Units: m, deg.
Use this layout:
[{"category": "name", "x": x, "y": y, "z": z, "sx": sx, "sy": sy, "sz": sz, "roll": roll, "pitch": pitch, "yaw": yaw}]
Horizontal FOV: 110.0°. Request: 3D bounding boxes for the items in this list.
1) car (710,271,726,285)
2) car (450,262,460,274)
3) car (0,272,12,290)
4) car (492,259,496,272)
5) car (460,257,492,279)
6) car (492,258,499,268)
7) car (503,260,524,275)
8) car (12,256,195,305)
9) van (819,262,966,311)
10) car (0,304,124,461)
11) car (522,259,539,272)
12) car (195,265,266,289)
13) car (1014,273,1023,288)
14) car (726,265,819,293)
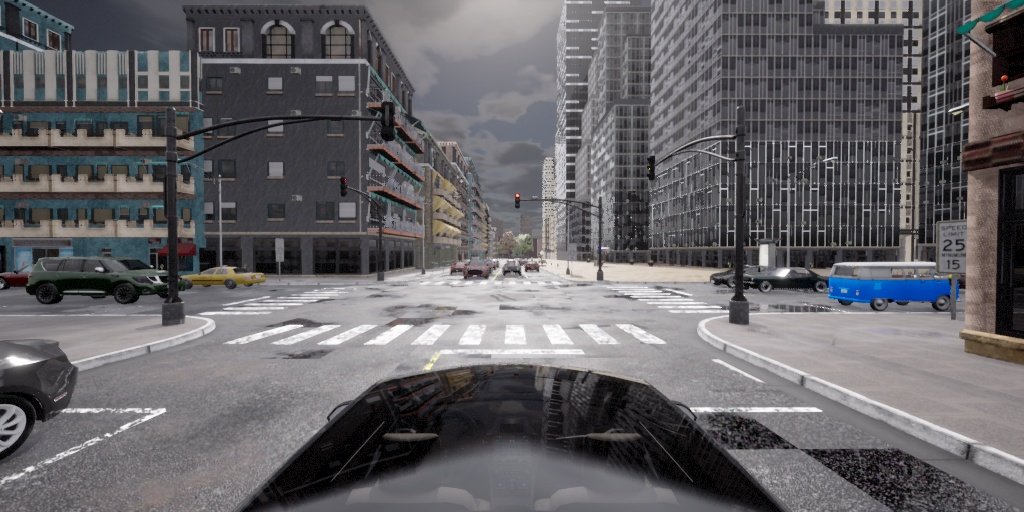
[{"category": "car", "x": 14.617, "y": 1.215, "z": 22.220, "sx": 4.313, "sy": 1.339, "sz": 1.948, "roll": 0, "pitch": 0, "yaw": 0}, {"category": "car", "x": -5.804, "y": 1.289, "z": 40.189, "sx": 1.888, "sy": 1.381, "sz": 4.507, "roll": 0, "pitch": 0, "yaw": 0}, {"category": "car", "x": -28.839, "y": 1.189, "z": 22.019, "sx": 4.097, "sy": 1.591, "sz": 1.967, "roll": 0, "pitch": 0, "yaw": 0}, {"category": "car", "x": -3.214, "y": 1.345, "z": 41.501, "sx": 1.895, "sy": 1.301, "sz": 4.718, "roll": 0, "pitch": 0, "yaw": 0}, {"category": "car", "x": -3.165, "y": 1.097, "z": 32.472, "sx": 2.097, "sy": 1.767, "sz": 4.553, "roll": 0, "pitch": 0, "yaw": -1}, {"category": "car", "x": -3.241, "y": 1.345, "z": 51.564, "sx": 1.895, "sy": 1.301, "sz": 4.718, "roll": 0, "pitch": 0, "yaw": 0}, {"category": "car", "x": -0.005, "y": 1.345, "z": 38.870, "sx": 1.895, "sy": 1.301, "sz": 4.718, "roll": 0, "pitch": 0, "yaw": 0}, {"category": "car", "x": -18.258, "y": 1.031, "z": 16.260, "sx": 5.566, "sy": 2.045, "sz": 2.150, "roll": 0, "pitch": 1, "yaw": 0}, {"category": "van", "x": 14.655, "y": 1.117, "z": 13.840, "sx": 3.998, "sy": 1.789, "sz": 1.690, "roll": 0, "pitch": 0, "yaw": 0}, {"category": "car", "x": -5.690, "y": 1.300, "z": 2.123, "sx": 2.007, "sy": 1.370, "sz": 4.403, "roll": 0, "pitch": 0, "yaw": 0}, {"category": "car", "x": 2.527, "y": 1.289, "z": 45.920, "sx": 1.888, "sy": 1.381, "sz": 4.507, "roll": 0, "pitch": 0, "yaw": 0}, {"category": "car", "x": -17.941, "y": 1.246, "z": 22.069, "sx": 4.829, "sy": 1.417, "sz": 1.751, "roll": 0, "pitch": 0, "yaw": 0}, {"category": "car", "x": 24.592, "y": 1.218, "z": 19.663, "sx": 5.357, "sy": 1.411, "sz": 2.033, "roll": 0, "pitch": 1, "yaw": 0}, {"category": "car", "x": 14.804, "y": 1.289, "z": 19.621, "sx": 4.718, "sy": 1.301, "sz": 1.895, "roll": 0, "pitch": 1, "yaw": 0}]
